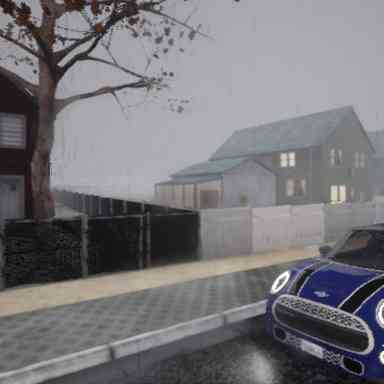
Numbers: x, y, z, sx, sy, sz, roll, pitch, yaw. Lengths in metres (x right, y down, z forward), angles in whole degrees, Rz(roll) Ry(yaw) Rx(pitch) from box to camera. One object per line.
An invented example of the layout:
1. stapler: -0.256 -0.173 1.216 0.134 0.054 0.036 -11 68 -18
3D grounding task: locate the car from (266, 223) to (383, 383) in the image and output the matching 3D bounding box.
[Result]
1. car: 3.315 1.345 5.430 4.553 1.767 2.097 0 0 -35
